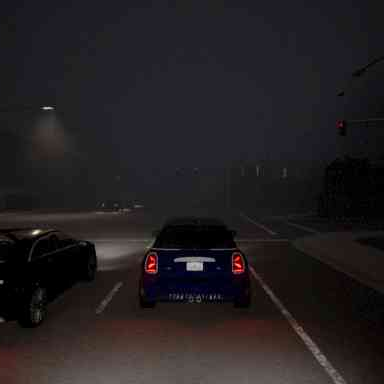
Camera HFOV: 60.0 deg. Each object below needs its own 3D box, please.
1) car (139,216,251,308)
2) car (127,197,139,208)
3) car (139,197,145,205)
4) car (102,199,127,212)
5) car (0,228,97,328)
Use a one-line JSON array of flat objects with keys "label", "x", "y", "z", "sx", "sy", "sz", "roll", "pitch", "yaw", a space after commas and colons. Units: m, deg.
[{"label": "car", "x": 0.057, "y": 1.364, "z": 8.112, "sx": 2.097, "sy": 1.767, "sz": 4.553, "roll": 0, "pitch": 0, "yaw": 0}, {"label": "car", "x": -10.693, "y": 1.880, "z": 54.726, "sx": 2.128, "sy": 1.511, "sz": 4.902, "roll": 0, "pitch": 0, "yaw": 0}, {"label": "car", "x": -10.656, "y": 1.790, "z": 66.451, "sx": 2.128, "sy": 1.511, "sz": 4.902, "roll": 0, "pitch": 1, "yaw": 0}, {"label": "car", "x": -10.683, "y": 1.692, "z": 44.948, "sx": 2.097, "sy": 1.767, "sz": 4.553, "roll": 0, "pitch": 0, "yaw": 0}, {"label": "car", "x": -3.448, "y": 1.503, "z": 6.971, "sx": 2.128, "sy": 1.511, "sz": 4.902, "roll": 0, "pitch": 0, "yaw": 0}]
